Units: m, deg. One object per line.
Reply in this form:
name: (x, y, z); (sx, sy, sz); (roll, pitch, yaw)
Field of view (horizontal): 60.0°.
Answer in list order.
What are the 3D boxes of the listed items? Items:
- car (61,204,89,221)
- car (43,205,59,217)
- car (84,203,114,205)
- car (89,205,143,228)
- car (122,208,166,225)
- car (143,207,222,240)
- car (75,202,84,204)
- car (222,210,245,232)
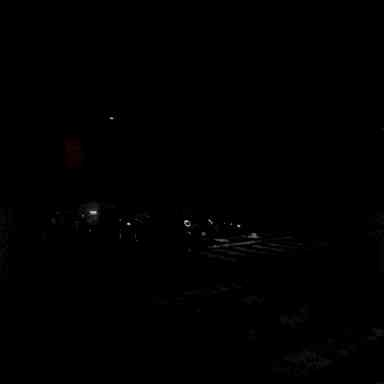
car: (-12.121, 2.268, 35.142); (1.994, 1.385, 4.181); (0, -1, -36)
car: (-17.950, 2.385, 43.181); (2.128, 1.511, 4.902); (0, -1, -36)
car: (-10.656, 2.299, 38.640); (2.033, 1.411, 5.357); (0, -1, -36)
car: (-6.285, 2.062, 27.130); (2.033, 1.411, 5.357); (0, -1, -35)
car: (-4.435, 2.151, 30.102); (1.895, 1.301, 4.718); (0, -1, -36)
car: (-0.706, 1.690, 19.477); (2.097, 1.767, 4.553); (0, -1, -36)
car: (-22.435, 2.806, 66.136); (1.882, 1.535, 5.008); (0, -1, -36)
car: (1.395, 1.870, 22.111); (1.837, 1.490, 4.892); (0, -1, -36)
